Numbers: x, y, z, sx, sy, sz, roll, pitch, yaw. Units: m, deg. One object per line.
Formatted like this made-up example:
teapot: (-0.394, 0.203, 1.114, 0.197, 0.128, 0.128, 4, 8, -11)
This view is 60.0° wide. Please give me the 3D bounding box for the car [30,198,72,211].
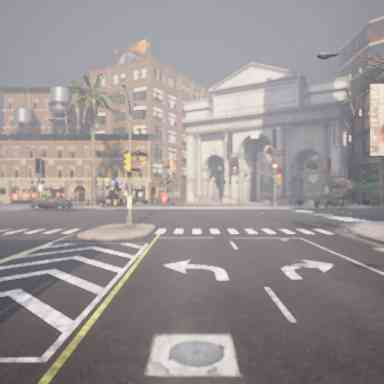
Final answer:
car: (-16.861, 1.488, 39.895, 4.902, 1.511, 2.128, 0, 0, 6)
